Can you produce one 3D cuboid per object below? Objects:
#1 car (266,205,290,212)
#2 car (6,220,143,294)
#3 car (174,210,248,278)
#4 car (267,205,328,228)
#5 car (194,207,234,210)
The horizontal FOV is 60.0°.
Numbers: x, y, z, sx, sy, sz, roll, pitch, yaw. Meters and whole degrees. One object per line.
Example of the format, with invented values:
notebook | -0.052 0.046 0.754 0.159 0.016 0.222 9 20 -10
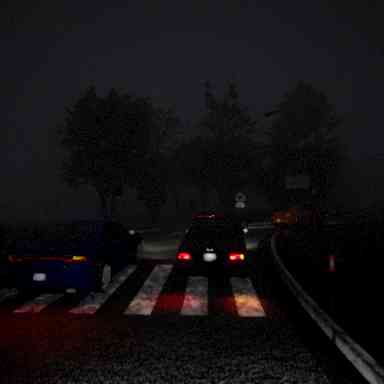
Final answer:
car | 19.031 3.628 73.637 4.892 1.490 1.837 -3 -6 41
car | -2.691 1.466 8.820 1.882 1.535 5.008 0 0 5
car | 0.707 1.502 10.053 2.033 1.411 5.357 -1 0 7
car | 7.812 1.724 24.034 5.008 1.535 1.882 -1 -6 -37
car | 2.097 1.814 22.927 1.837 1.490 4.892 -4 -5 35
